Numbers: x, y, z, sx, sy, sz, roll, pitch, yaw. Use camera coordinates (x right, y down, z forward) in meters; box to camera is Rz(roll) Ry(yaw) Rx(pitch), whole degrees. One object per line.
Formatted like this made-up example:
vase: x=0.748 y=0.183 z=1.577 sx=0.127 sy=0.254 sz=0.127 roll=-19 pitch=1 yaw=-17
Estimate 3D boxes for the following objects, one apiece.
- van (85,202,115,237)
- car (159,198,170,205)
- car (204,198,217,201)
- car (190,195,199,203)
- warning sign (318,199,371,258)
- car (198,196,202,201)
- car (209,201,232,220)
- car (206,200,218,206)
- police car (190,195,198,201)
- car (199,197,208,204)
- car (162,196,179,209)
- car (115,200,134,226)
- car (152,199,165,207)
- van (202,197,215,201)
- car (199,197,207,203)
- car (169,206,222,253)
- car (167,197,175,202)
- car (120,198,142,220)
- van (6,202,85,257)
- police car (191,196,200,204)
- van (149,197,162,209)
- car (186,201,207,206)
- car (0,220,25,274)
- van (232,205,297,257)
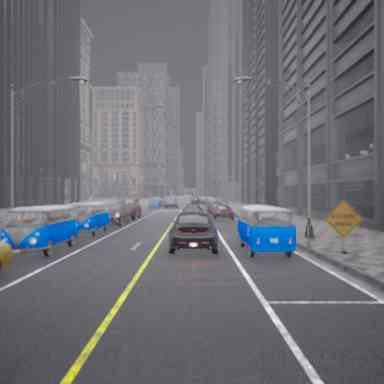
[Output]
van: x=-5.771 y=1.457 z=18.636 sx=1.690 sy=1.788 sz=3.998 roll=0 pitch=0 yaw=0
car: x=-5.785 y=1.992 z=69.402 sx=1.947 sy=1.339 sz=4.313 roll=0 pitch=0 yaw=0
car: x=2.748 y=1.822 z=41.204 sx=1.947 sy=1.339 sz=4.313 roll=0 pitch=0 yaw=0
car: x=0.652 y=1.753 z=87.174 sx=2.150 sy=2.045 sz=5.566 roll=0 pitch=0 yaw=0
warning sign: x=5.069 y=1.186 z=11.143 sx=1.300 sy=1.860 sz=1.060 roll=0 pitch=0 yaw=0
car: x=2.740 y=1.972 z=69.407 sx=1.887 sy=1.381 sz=4.507 roll=0 pitch=0 yaw=0
car: x=2.752 y=1.768 z=29.923 sx=1.802 sy=1.307 sz=4.206 roll=0 pitch=0 yaw=0
car: x=2.750 y=1.803 z=35.564 sx=1.802 sy=1.307 sz=4.206 roll=0 pitch=0 yaw=0
police car: x=0.867 y=1.865 z=71.253 sx=1.930 sy=1.638 sz=5.238 roll=0 pitch=0 yaw=0
car: x=2.737 y=2.044 z=80.688 sx=2.008 sy=1.369 sz=4.403 roll=0 pitch=0 yaw=0
car: x=-3.095 y=1.791 z=50.737 sx=1.882 sy=1.535 sz=5.008 roll=0 pitch=0 yaw=0
car: x=-5.772 y=1.591 z=24.276 sx=1.967 sy=1.590 sz=4.097 roll=0 pitch=0 yaw=0
car: x=-5.782 y=1.903 z=58.121 sx=1.887 sy=1.381 sz=4.507 roll=0 pitch=0 yaw=0
van: x=2.746 y=1.631 z=46.846 sx=1.690 sy=1.788 sz=3.998 roll=0 pitch=0 yaw=0
car: x=2.736 y=2.091 z=86.329 sx=1.947 sy=1.339 sz=4.313 roll=0 pitch=0 yaw=0
car: x=0.066 y=1.595 z=14.087 sx=1.837 sy=1.490 sz=4.892 roll=0 pitch=0 yaw=0
car: x=-5.791 y=2.122 z=91.966 sx=1.947 sy=1.339 sz=4.313 roll=0 pitch=0 yaw=0
car: x=-5.774 y=1.501 z=29.919 sx=2.192 sy=1.841 sz=5.009 roll=0 pitch=0 yaw=0
van: x=-5.770 y=1.422 z=12.996 sx=1.690 sy=1.788 sz=3.998 roll=0 pitch=0 yaw=0
police car: x=0.749 y=1.922 z=81.225 sx=1.930 sy=1.638 sz=5.238 roll=0 pitch=0 yaw=-2
van: x=-5.781 y=1.665 z=52.482 sx=1.690 sy=1.788 sz=3.998 roll=0 pitch=0 yaw=0
car: x=0.066 y=1.748 z=29.640 sx=1.994 sy=1.385 sz=4.181 roll=0 pitch=0 yaw=0
car: x=-5.767 y=1.570 z=7.184 sx=1.752 sy=1.417 sz=4.829 roll=0 pitch=0 yaw=0
van: x=2.756 y=1.423 z=13.003 sx=1.690 sy=1.788 sz=3.998 roll=0 pitch=0 yaw=0
